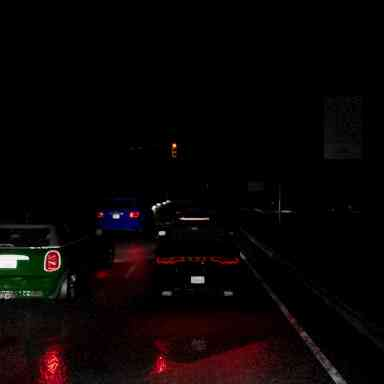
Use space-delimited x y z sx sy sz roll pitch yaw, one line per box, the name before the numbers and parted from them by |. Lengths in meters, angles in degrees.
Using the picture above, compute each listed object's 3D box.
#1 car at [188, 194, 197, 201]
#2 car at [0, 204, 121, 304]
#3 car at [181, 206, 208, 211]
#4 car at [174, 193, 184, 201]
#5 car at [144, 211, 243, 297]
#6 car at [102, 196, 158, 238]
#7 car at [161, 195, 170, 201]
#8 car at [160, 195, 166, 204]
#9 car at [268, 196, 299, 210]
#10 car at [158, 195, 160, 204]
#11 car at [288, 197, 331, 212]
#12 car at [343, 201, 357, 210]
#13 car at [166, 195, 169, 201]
car | 0.128 1.348 85.967 2.097 1.767 4.553 0 0 0
car | -3.388 1.352 8.276 2.097 1.767 4.553 0 0 0
car | 0.127 1.491 18.148 2.128 1.511 4.902 0 0 0
car | -3.372 1.218 85.650 2.150 2.045 5.566 0 0 0
car | 0.113 1.478 8.648 1.882 1.535 5.008 0 0 0
car | -3.393 1.221 17.893 2.150 2.045 5.566 0 0 2
car | -6.873 1.459 85.415 1.882 1.535 5.008 0 0 0
car | -6.933 1.547 65.581 2.033 1.411 5.357 0 0 1
car | 12.009 1.352 41.970 4.553 1.767 2.097 0 0 3
car | -7.002 1.505 55.801 1.837 1.490 4.892 0 0 0
car | 13.764 1.564 38.361 4.181 1.385 1.994 0 0 3
car | 20.589 1.562 41.476 4.181 1.385 1.994 0 0 3
car | -6.888 1.478 75.390 1.882 1.535 5.008 0 0 0
